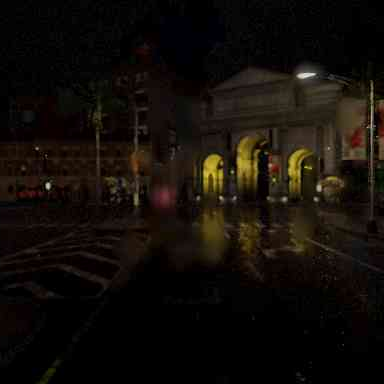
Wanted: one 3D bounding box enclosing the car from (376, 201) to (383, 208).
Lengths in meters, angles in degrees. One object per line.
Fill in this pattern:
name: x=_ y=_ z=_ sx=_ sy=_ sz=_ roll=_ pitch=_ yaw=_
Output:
car: x=26.500 y=1.318 z=42.327 sx=5.357 sy=1.411 sz=2.033 roll=0 pitch=0 yaw=1
